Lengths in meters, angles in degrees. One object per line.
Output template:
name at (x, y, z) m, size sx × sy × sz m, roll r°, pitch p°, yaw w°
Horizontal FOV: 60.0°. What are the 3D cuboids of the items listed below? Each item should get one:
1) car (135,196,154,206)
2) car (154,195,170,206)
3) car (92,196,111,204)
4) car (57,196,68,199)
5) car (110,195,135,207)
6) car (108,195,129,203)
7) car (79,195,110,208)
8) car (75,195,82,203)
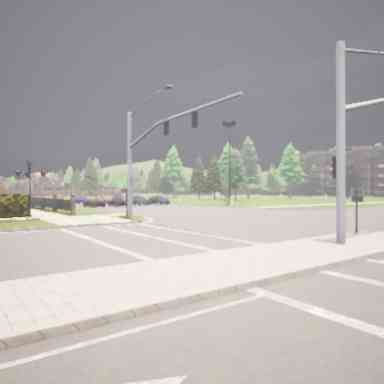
car at (-8.080, 1.348, 50.155) m, size 1.837 × 1.490 × 4.892 m, roll -1°, pitch 0°, yaw -36°
car at (-5.258, 1.322, 52.232) m, size 1.837 × 1.490 × 4.892 m, roll -1°, pitch 0°, yaw -36°
car at (-17.153, 1.444, 62.651) m, size 1.895 × 1.301 × 4.718 m, roll 0°, pitch 0°, yaw -36°
car at (-23.239, 1.369, 59.083) m, size 1.882 × 1.535 × 5.008 m, roll 0°, pitch 0°, yaw -36°
car at (-10.389, 1.467, 47.377) m, size 1.895 × 1.301 × 4.718 m, roll 0°, pitch 0°, yaw -36°
car at (-14.379, 1.308, 64.797) m, size 2.128 × 1.511 × 4.902 m, roll 0°, pitch 1°, yaw -36°
car at (-13.376, 1.492, 45.532) m, size 1.895 × 1.301 × 4.718 m, roll 0°, pitch 0°, yaw -36°
car at (-20.369, 1.345, 61.101) m, size 1.882 × 1.535 × 5.008 m, roll 0°, pitch 0°, yaw -36°
